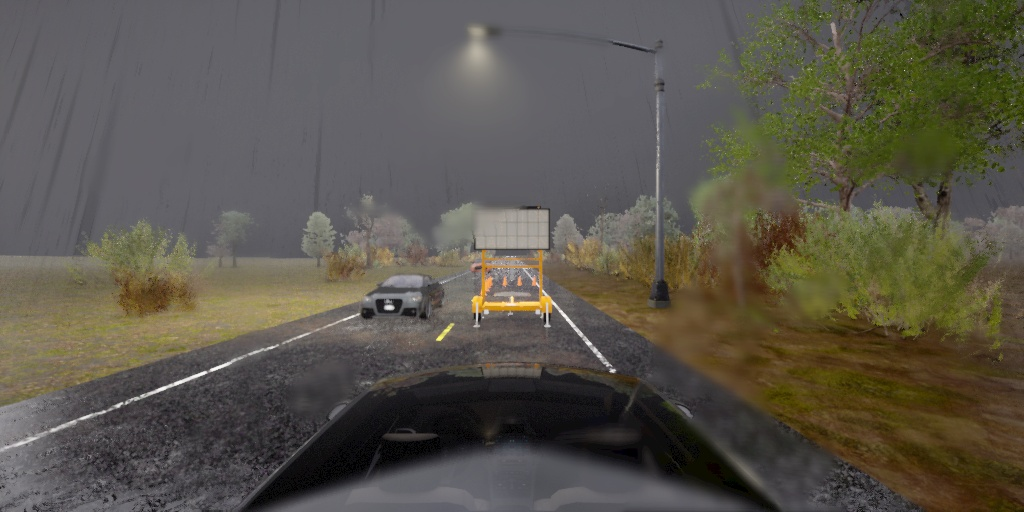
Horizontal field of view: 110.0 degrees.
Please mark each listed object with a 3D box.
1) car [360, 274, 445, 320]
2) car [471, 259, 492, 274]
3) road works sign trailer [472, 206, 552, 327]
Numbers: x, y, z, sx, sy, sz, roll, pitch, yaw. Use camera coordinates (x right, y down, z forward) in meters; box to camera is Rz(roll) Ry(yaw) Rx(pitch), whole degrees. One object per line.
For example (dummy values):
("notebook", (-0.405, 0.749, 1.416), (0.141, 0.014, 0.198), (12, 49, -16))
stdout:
("car", (-3.595, 1.312, 12.467), (1.994, 1.385, 4.181), (0, 0, 0))
("car", (-3.477, 1.074, 41.228), (2.097, 1.767, 4.553), (0, 0, 0))
("road works sign trailer", (0.006, 0.213, 11.511), (2.380, 3.560, 2.880), (0, 0, 0))
